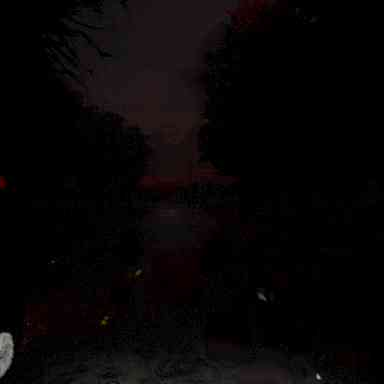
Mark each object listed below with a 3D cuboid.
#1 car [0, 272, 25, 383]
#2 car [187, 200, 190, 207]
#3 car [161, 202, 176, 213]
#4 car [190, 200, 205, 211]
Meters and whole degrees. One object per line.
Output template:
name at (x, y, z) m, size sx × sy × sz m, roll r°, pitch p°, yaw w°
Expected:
car at (-3.101, 1.505, 2.454) m, size 1.837 × 1.490 × 4.892 m, roll 0°, pitch 0°, yaw 0°
car at (-0.016, 2.394, 69.322) m, size 1.994 × 1.385 × 4.181 m, roll 0°, pitch -1°, yaw 0°
car at (-3.095, 2.022, 45.109) m, size 2.033 × 1.411 × 5.357 m, roll 0°, pitch -1°, yaw 0°
car at (1.038, 2.048, 50.969) m, size 1.801 × 1.575 × 5.366 m, roll 0°, pitch -1°, yaw 0°
